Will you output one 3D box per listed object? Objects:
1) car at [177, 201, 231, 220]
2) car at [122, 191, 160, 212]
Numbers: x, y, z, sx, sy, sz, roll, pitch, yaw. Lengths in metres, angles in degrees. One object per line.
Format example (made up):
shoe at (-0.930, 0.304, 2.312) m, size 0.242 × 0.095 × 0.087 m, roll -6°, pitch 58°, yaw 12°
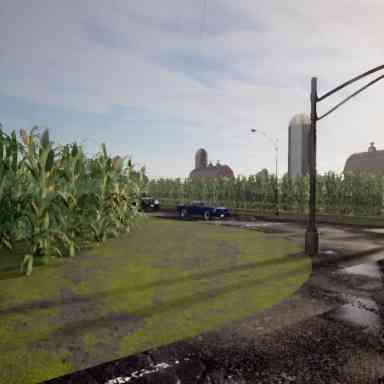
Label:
car at (0.880, 1.400, 26.089) m, size 1.895 × 1.301 × 4.718 m, roll 2°, pitch 0°, yaw -38°
car at (-5.517, 0.935, 34.332) m, size 2.150 × 2.045 × 5.566 m, roll 2°, pitch 0°, yaw -38°
